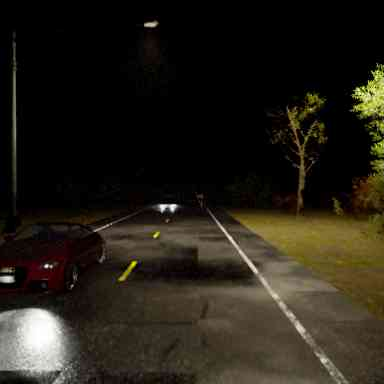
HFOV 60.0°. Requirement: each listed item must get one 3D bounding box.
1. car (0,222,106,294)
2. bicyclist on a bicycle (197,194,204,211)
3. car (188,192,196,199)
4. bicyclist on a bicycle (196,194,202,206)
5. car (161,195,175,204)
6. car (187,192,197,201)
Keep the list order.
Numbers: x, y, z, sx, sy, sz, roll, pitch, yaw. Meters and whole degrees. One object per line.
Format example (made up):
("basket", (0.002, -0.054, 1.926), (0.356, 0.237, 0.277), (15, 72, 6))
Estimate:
("car", (-3.602, 1.493, 8.474), (1.994, 1.385, 4.181), (0, 0, 0))
("bicyclist on a bicycle", (0.957, 1.080, 34.436), (0.659, 1.776, 1.843), (0, 1, 0))
("car", (-0.011, 0.850, 76.519), (1.837, 1.490, 4.892), (0, 0, 0))
("bicyclist on a bicycle", (0.945, 1.062, 44.333), (0.866, 1.612, 1.509), (0, 0, 0))
("car", (-3.582, 1.173, 50.540), (1.895, 1.301, 4.718), (0, 0, 0))
("car", (0.002, 1.030, 62.962), (1.994, 1.385, 4.181), (0, 1, 0))
